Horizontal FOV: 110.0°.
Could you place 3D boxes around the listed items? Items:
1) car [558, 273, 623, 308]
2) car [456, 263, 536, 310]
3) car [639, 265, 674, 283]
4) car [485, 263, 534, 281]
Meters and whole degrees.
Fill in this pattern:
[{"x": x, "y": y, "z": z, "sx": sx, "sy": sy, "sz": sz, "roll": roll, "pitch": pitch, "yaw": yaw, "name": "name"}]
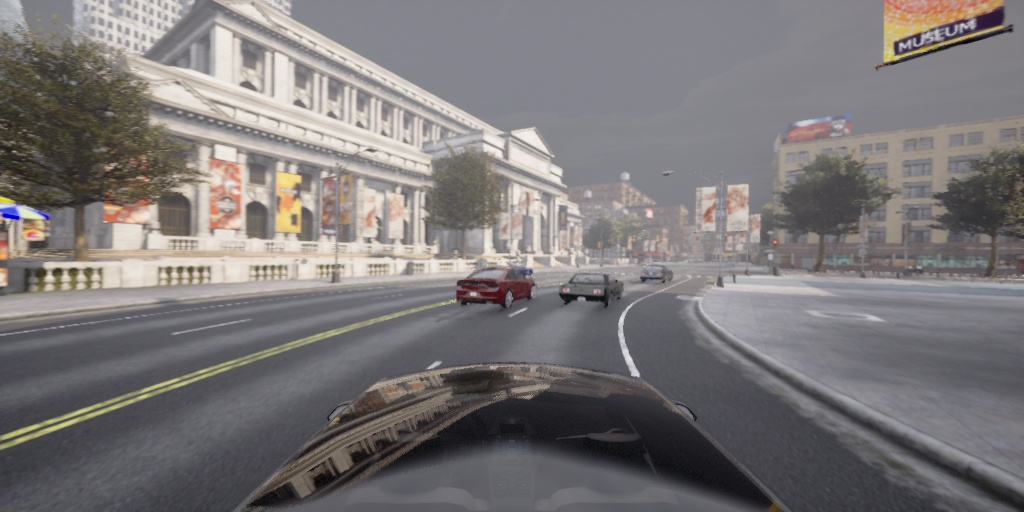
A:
[{"x": 3.632, "y": 1.376, "z": 15.706, "sx": 1.895, "sy": 1.301, "sz": 4.718, "roll": 1, "pitch": 0, "yaw": 26, "name": "car"}, {"x": -0.471, "y": 1.196, "z": 14.874, "sx": 1.882, "sy": 1.535, "sz": 5.008, "roll": 1, "pitch": 0, "yaw": 21, "name": "car"}, {"x": 11.813, "y": 1.413, "z": 29.179, "sx": 2.033, "sy": 1.411, "sz": 5.357, "roll": 1, "pitch": 0, "yaw": 32, "name": "car"}, {"x": -0.112, "y": 1.295, "z": 30.184, "sx": 1.895, "sy": 1.301, "sz": 4.718, "roll": 1, "pitch": 0, "yaw": 33, "name": "car"}]
